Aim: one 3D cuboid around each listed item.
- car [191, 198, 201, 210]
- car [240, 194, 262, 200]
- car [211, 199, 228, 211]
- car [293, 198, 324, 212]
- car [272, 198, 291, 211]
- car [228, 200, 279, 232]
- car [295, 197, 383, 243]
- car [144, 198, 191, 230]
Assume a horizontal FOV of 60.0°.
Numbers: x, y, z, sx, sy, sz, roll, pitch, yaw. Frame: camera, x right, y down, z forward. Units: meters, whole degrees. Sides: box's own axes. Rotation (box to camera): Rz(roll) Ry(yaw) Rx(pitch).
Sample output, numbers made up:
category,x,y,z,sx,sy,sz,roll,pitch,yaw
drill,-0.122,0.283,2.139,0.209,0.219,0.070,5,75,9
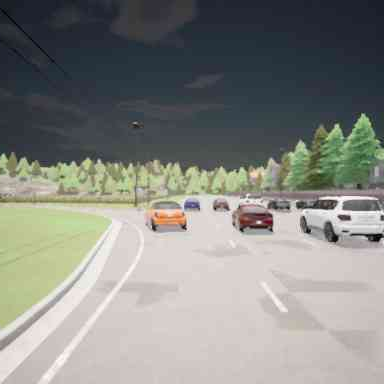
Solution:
category,x,y,z,sx,sy,sz,roll,pitch,yaw
car,0.092,1.506,42.365,1.882,1.535,5.008,0,0,0
car,7.092,1.250,40.199,2.150,2.045,5.566,0,0,0
car,3.592,1.554,41.922,1.812,1.442,4.674,0,0,0
car,14.092,1.520,40.608,2.128,1.511,4.902,0,0,0
car,10.592,1.520,40.613,2.128,1.511,4.902,0,0,0
car,3.596,1.489,20.335,1.882,1.535,5.008,0,0,0
car,7.097,1.231,16.203,2.150,2.045,5.566,0,0,0
car,-1.805,1.363,21.302,2.097,1.767,4.553,0,0,-14
